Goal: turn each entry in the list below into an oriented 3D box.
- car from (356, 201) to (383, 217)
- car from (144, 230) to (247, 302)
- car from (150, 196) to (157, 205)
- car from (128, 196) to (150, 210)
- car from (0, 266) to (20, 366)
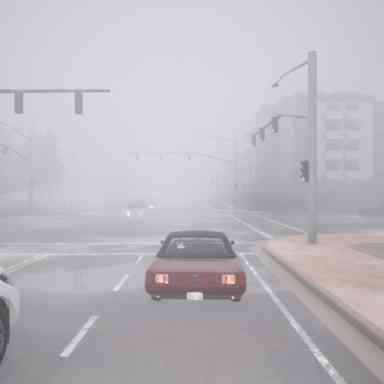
[{"bbox_3d":[17.413,1.561,30.474,4.181,1.385,1.994,0,0,-1],"label":"car"},{"bbox_3d":[0.132,1.600,8.246,1.895,1.301,4.718,0,0,2],"label":"car"},{"bbox_3d":[-7.068,1.488,56.279,2.128,1.511,4.902,0,0,0],"label":"car"},{"bbox_3d":[-7.084,1.474,43.450,1.882,1.535,5.008,0,0,0],"label":"car"},{"bbox_3d":[-3.455,1.221,2.189,2.150,2.045,5.566,0,0,1],"label":"car"}]
